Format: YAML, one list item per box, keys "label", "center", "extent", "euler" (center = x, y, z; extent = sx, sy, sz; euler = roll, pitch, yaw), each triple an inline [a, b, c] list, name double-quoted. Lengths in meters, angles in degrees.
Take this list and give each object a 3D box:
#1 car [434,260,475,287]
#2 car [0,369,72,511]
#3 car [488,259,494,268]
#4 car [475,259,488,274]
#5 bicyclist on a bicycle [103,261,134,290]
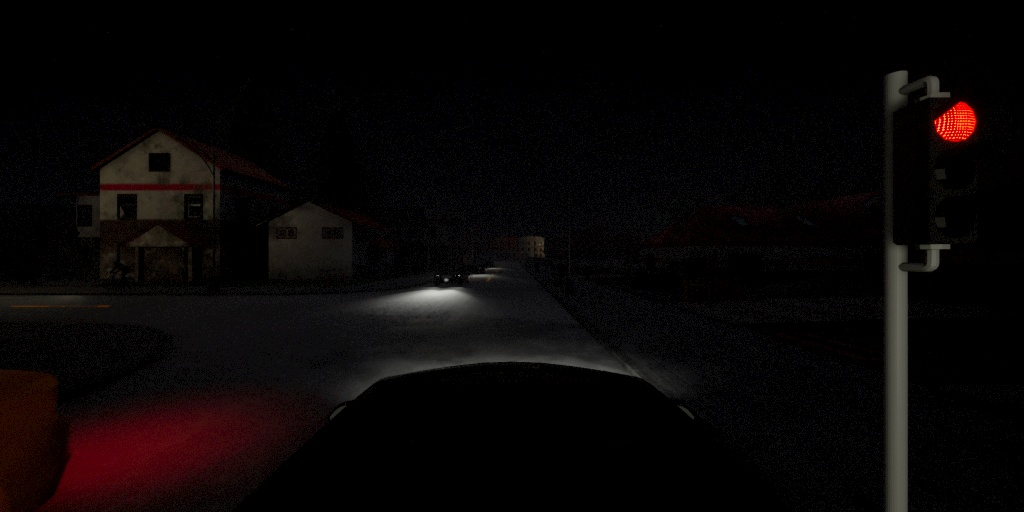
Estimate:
- label: "car"
  center: [-4.096, 1.242, 24.814]
  extent: [2.128, 1.511, 4.902]
  euler: [0, 0, 0]
- label: "car"
  center: [-4.101, 1.227, 0.392]
  extent: [1.882, 1.535, 5.008]
  euler: [0, 0, 0]
- label: "car"
  center: [-4.043, 1.227, 60.042]
  extent: [1.882, 1.535, 5.008]
  euler: [0, 0, 1]
- label: "car"
  center: [-4.094, 1.228, 40.504]
  extent: [1.882, 1.535, 5.008]
  euler: [0, 0, 0]
- label: "bicyclist on a bicycle"
  center: [-22.538, 1.099, 20.572]
  extent: [0.582, 1.620, 1.656]
  euler: [0, 0, 0]
